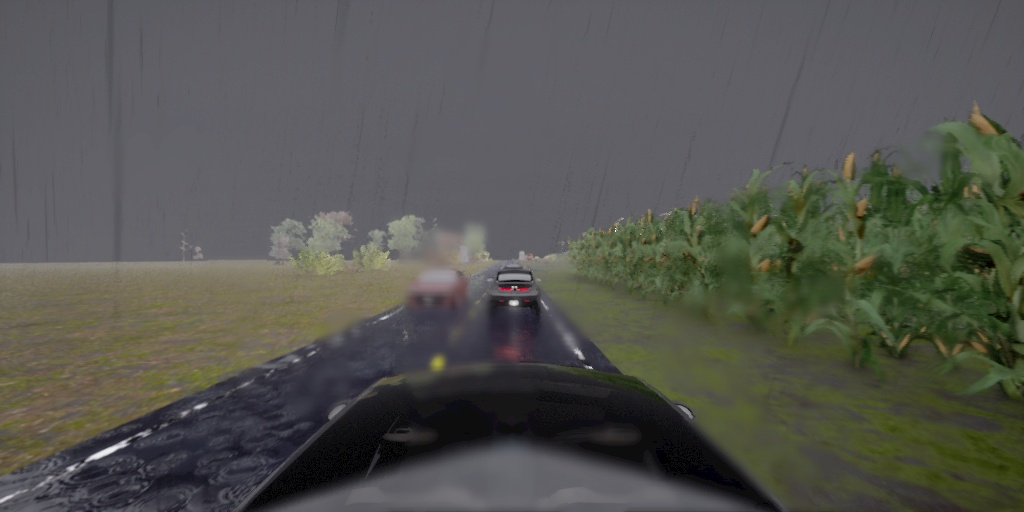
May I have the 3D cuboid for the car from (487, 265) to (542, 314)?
[{"bbox_3d":[0.094,1.261,13.724,1.837,1.490,4.892,0,-1,0],"label":"car"}]

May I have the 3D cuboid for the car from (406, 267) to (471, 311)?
[{"bbox_3d":[-2.855,1.236,14.740,1.882,1.535,5.008,0,0,0],"label":"car"}]

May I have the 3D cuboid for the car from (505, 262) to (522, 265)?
[{"bbox_3d":[0.089,1.268,29.273,2.128,1.511,4.902,0,0,0],"label":"car"}]
